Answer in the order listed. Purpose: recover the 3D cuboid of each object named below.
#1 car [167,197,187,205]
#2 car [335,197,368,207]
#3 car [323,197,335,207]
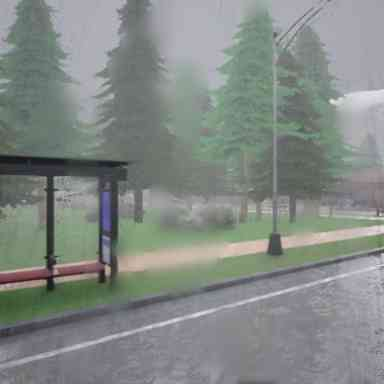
[{"bbox_3d":[-2.427,1.467,57.795,2.128,1.511,4.902,0,0,-40],"label":"car"},{"bbox_3d":[22.519,1.143,46.386,4.605,1.855,1.932,0,0,-37],"label":"car"},{"bbox_3d":[20.701,1.146,48.165,3.866,1.878,1.905,0,0,-37],"label":"car"}]
